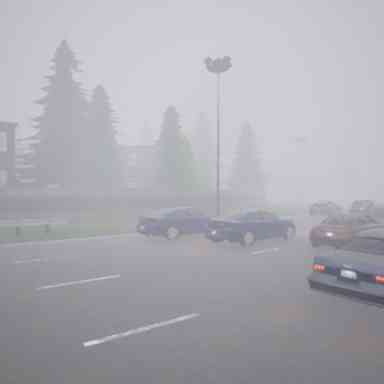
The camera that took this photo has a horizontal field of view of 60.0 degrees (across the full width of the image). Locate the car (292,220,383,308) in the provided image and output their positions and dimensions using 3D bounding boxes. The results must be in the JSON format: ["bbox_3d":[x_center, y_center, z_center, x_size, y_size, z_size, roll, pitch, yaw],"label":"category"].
[{"bbox_3d":[4.822,1.556,7.685,5.357,1.411,2.033,0,0,-39],"label":"car"}]

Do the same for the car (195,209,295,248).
[{"bbox_3d":[2.754,1.490,15.122,5.008,1.535,1.882,0,0,-41],"label":"car"}]

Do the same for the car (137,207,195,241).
[{"bbox_3d":[-0.402,1.489,17.007,5.008,1.535,1.882,0,0,-40],"label":"car"}]

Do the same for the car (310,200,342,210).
[{"bbox_3d":[12.284,1.521,30.355,2.128,1.511,4.902,0,0,38],"label":"car"}]

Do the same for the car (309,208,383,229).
[{"bbox_3d":[6.722,1.578,13.993,4.181,1.385,1.994,0,0,-42],"label":"car"}]

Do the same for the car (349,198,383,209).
[{"bbox_3d":[14.576,1.381,27.641,2.097,1.767,4.553,0,0,39],"label":"car"}]
